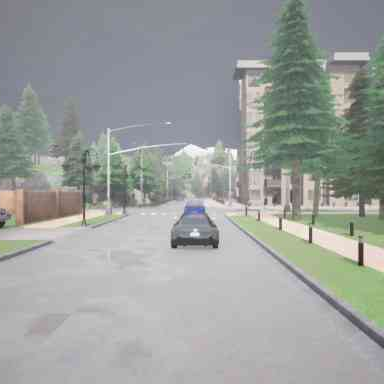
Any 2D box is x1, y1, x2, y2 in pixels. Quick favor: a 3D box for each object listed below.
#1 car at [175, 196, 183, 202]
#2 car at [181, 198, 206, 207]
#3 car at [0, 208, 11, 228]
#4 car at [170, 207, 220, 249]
[{"bbox_3d":[-2.857,1.575,77.899,1.994,1.385,4.181,0,0,1],"label":"car"},{"bbox_3d":[0.254,1.484,29.562,1.882,1.535,5.008,0,0,0],"label":"car"},{"bbox_3d":[-12.680,1.171,18.434,4.605,1.855,1.932,0,0,0],"label":"car"},{"bbox_3d":[0.125,1.571,14.562,1.994,1.385,4.181,0,0,0],"label":"car"}]
